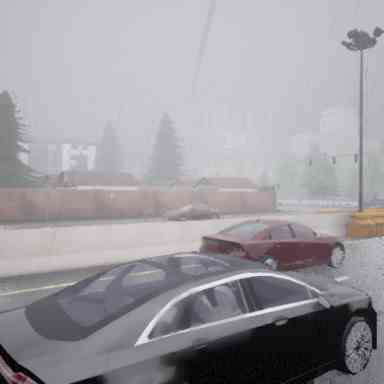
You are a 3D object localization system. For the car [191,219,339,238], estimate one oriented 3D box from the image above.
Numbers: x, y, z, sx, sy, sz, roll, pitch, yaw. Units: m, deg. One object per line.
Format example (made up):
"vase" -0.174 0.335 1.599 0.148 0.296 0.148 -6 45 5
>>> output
"car" 2.541 1.538 9.856 5.008 1.535 1.882 1 0 -35

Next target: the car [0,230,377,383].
"car" 0.344 1.511 3.994 4.902 1.511 2.128 0 0 -36
